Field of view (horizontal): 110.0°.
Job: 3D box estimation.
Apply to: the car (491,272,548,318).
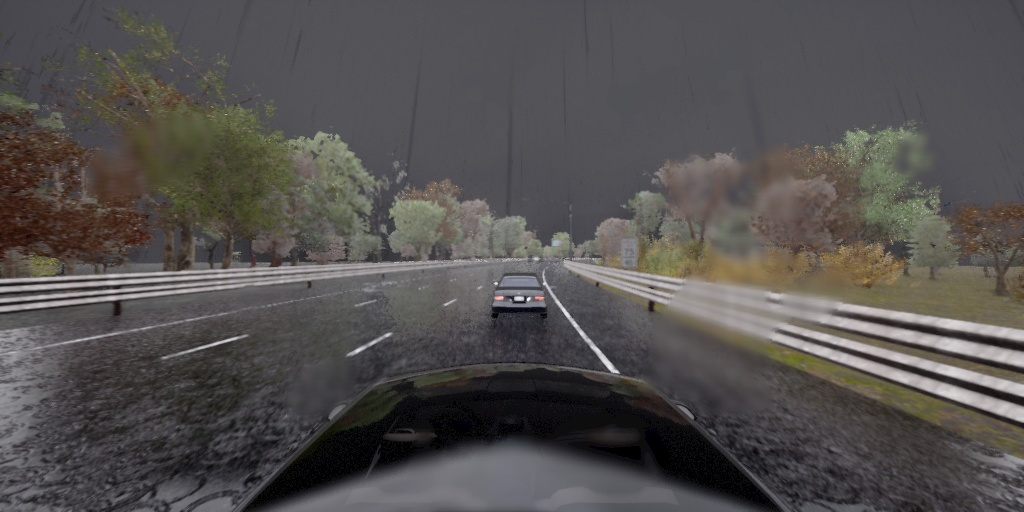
[{"bbox_3d":[0.293,1.303,13.066,2.033,1.411,5.357,0,0,2],"label":"car"}]
